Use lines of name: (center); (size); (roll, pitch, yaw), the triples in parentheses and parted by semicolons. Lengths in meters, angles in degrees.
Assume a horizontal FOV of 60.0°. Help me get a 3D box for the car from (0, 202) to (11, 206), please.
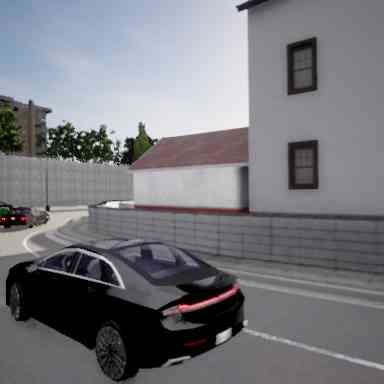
car: (-15.504, 1.527, 24.896); (2.150, 2.045, 5.566); (0, 0, -9)

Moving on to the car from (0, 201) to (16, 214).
car: (-25.469, 2.012, 43.318); (4.902, 1.511, 2.128); (-1, -1, 27)

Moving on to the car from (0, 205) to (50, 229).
car: (-11.956, 1.817, 24.146); (2.033, 1.411, 5.357); (0, -1, -8)

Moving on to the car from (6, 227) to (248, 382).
car: (-1.432, 1.542, 5.596); (4.902, 1.511, 2.128); (-1, 0, 41)
